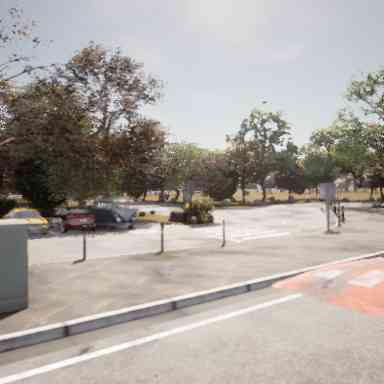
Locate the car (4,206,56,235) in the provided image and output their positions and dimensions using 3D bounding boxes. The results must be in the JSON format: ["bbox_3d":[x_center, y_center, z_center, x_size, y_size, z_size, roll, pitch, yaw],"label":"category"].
[{"bbox_3d":[-9.809,1.639,19.512,1.946,1.575,5.366,1,0,-36],"label":"car"}]

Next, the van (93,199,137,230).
[{"bbox_3d":[-5.333,1.480,22.799,1.878,1.987,4.442,1,0,-36],"label":"van"}]

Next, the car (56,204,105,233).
[{"bbox_3d":[-7.676,1.704,21.303,2.163,1.488,4.792,1,0,-36],"label":"car"}]
